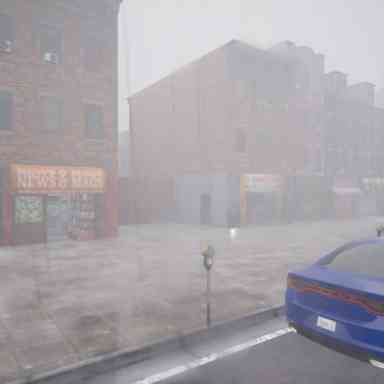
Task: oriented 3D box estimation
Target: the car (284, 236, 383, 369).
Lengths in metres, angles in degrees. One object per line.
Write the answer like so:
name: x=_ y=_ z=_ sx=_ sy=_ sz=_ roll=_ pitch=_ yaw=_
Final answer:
car: x=3.683 y=1.477 z=5.538 sx=5.008 sy=1.535 sz=1.882 roll=0 pitch=0 yaw=-35
